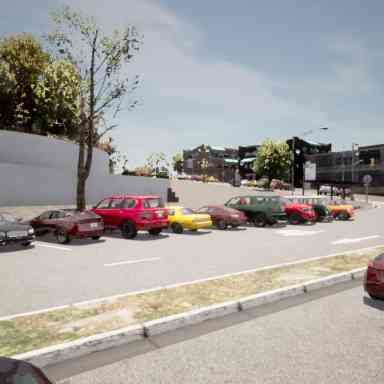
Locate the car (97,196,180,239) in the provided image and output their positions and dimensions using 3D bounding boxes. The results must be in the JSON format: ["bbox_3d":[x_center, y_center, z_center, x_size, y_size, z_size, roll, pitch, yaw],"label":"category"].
[{"bbox_3d":[-3.750,1.248,17.562,5.566,2.045,2.435,-1,-1,35],"label":"car"}]

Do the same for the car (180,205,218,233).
[{"bbox_3d":[-1.430,1.503,19.389,5.366,1.575,1.946,-1,-1,35],"label":"car"}]

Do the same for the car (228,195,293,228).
[{"bbox_3d":[3.603,1.263,22.775,5.566,2.045,2.435,-1,-1,35],"label":"car"}]

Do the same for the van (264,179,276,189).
[{"bbox_3d":[17.292,-1.490,68.614,1.878,1.987,4.442,7,4,35],"label":"van"}]

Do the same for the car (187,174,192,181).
[{"bbox_3d":[1.663,-3.849,90.834,2.185,1.767,4.553,6,3,34],"label":"car"}]

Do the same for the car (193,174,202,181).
[{"bbox_3d":[3.458,-3.697,88.368,2.435,2.045,5.566,7,3,34],"label":"car"}]

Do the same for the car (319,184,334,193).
[{"bbox_3d":[24.263,-0.425,58.866,2.435,2.045,5.566,7,3,35],"label":"car"}]

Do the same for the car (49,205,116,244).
[{"bbox_3d":[-6.195,1.524,15.817,4.792,1.488,2.163,-1,-1,35],"label":"car"}]

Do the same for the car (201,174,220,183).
[{"bbox_3d":[5.309,-3.175,86.109,1.946,1.575,5.366,7,3,34],"label":"car"}]

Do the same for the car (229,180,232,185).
[{"bbox_3d":[10.414,-2.316,78.599,2.002,1.452,4.674,7,3,35],"label":"car"}]

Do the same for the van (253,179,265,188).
[{"bbox_3d":[15.563,-1.763,71.085,1.878,1.987,4.442,7,4,35],"label":"van"}]

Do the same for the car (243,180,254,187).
[{"bbox_3d":[13.988,-1.811,73.816,1.946,1.575,5.366,7,3,35],"label":"car"}]

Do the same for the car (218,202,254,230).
[{"bbox_3d":[1.176,1.549,21.017,4.674,1.452,2.002,-1,-1,35],"label":"car"}]

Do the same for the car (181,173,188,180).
[{"bbox_3d":[-0.067,-4.084,93.304,2.185,1.767,4.553,4,1,33],"label":"car"}]

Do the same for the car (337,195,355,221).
[{"bbox_3d":[11.064,1.404,27.900,4.553,1.767,2.185,-1,-1,35],"label":"car"}]

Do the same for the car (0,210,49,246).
[{"bbox_3d":[-8.615,1.494,14.070,4.892,1.521,2.231,-1,-1,35],"label":"car"}]

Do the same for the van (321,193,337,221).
[{"bbox_3d":[8.655,1.297,26.150,4.442,1.987,1.878,-1,-1,35],"label":"van"}]

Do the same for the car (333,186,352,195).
[{"bbox_3d":[25.954,0.137,56.394,2.002,1.452,4.674,7,3,35],"label":"car"}]

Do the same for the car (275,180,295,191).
[{"bbox_3d":[19.052,-0.991,66.251,2.231,1.521,4.892,7,3,35],"label":"car"}]

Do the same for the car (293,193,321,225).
[{"bbox_3d":[6.117,1.267,24.480,5.566,2.045,2.435,-1,-1,35],"label":"car"}]

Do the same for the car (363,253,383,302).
[{"bbox_3d":[5.558,1.574,7.103,4.181,1.385,1.994,0,0,-34],"label":"car"}]

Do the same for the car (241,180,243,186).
[{"bbox_3d":[12.157,-2.042,76.136,2.002,1.452,4.674,7,4,35],"label":"car"}]

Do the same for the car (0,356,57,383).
[{"bbox_3d":[-2.882,1.504,1.076,4.892,1.490,1.837,0,0,-35],"label":"car"}]
